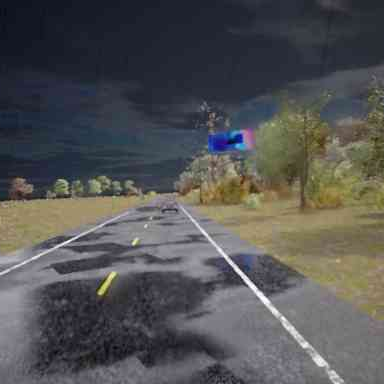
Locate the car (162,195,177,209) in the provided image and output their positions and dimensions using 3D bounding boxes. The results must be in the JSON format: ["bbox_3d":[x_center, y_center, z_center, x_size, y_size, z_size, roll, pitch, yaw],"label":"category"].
[{"bbox_3d":[-3.279,1.453,48.719,2.097,1.767,4.553,-3,0,-4],"label":"car"}]

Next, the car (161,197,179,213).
[{"bbox_3d":[-2.526,1.626,38.217,2.033,1.411,5.357,-3,0,-3],"label":"car"}]
